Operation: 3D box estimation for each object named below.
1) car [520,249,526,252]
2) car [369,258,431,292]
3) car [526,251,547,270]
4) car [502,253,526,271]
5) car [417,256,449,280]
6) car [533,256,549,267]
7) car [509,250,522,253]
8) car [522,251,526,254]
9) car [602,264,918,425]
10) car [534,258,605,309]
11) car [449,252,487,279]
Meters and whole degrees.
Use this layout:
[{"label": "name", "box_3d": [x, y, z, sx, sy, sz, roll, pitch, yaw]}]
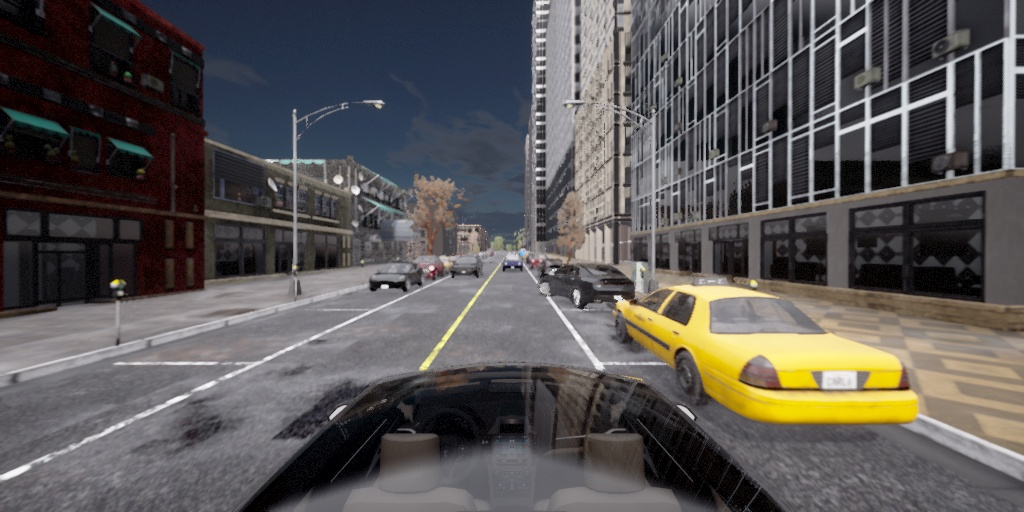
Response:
[{"label": "car", "box_3d": [2.652, -0.071, 63.463, 1.751, 1.417, 4.829, 0, 0, 0]}, {"label": "car", "box_3d": [-5.691, 0.953, 18.205, 1.948, 1.339, 4.313, 0, 0, 0]}, {"label": "car", "box_3d": [2.654, 0.458, 35.079, 1.967, 1.591, 4.097, 0, 0, 0]}, {"label": "car", "box_3d": [0.076, 0.656, 33.402, 1.895, 1.301, 4.718, 0, 1, 0]}, {"label": "car", "box_3d": [-5.692, 0.703, 23.848, 1.967, 1.591, 4.097, 0, 0, 0]}, {"label": "car", "box_3d": [2.656, 0.831, 23.793, 1.948, 1.339, 4.313, 0, 0, 0]}, {"label": "car", "box_3d": [0.076, 0.188, 51.373, 1.812, 1.442, 4.674, 0, 1, 0]}, {"label": "car", "box_3d": [2.654, 0.338, 46.365, 1.948, 1.339, 4.313, 0, 0, 0]}, {"label": "car", "box_3d": [3.149, 1.112, 6.010, 1.801, 1.575, 5.366, 0, 1, 0]}, {"label": "car", "box_3d": [2.649, 0.994, 13.611, 1.837, 1.490, 4.892, 0, 1, -16]}, {"label": "car", "box_3d": [-3.102, 0.704, 25.534, 1.882, 1.535, 5.008, 0, 1, 0]}]
